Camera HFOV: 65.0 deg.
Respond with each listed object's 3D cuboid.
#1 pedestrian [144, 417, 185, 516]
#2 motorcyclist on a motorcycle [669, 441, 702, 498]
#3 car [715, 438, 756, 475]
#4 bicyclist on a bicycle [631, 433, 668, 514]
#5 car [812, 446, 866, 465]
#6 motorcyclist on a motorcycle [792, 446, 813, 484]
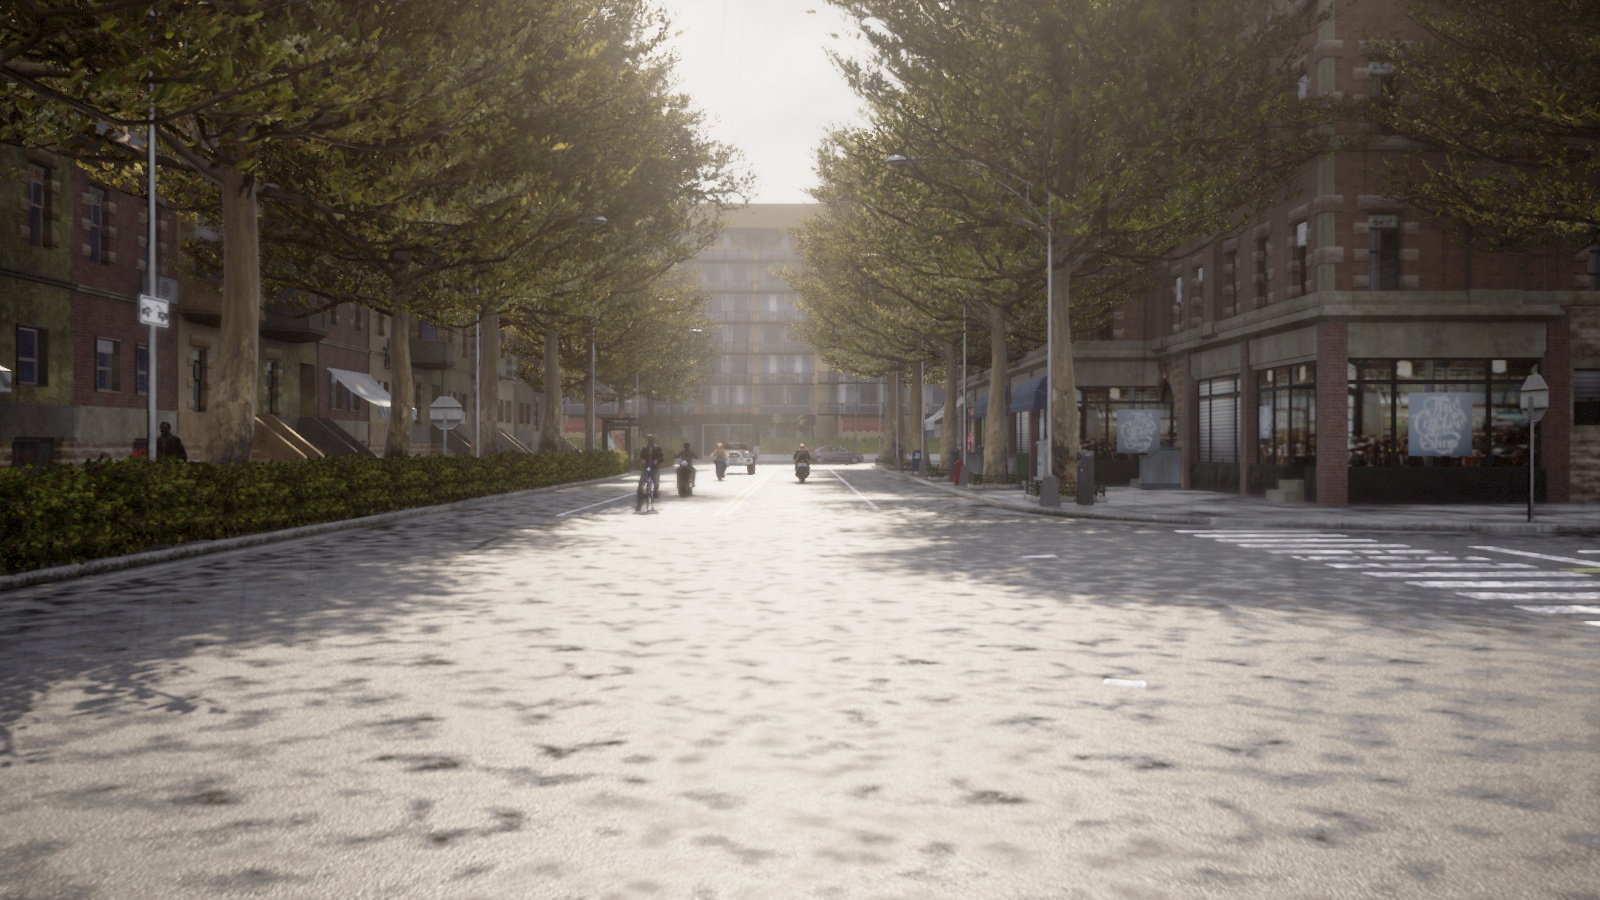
[{"bbox_3d":[-12.041,0.312,23.812,0.376,1.854,0.720,0,0,5],"label":"pedestrian"},{"bbox_3d":[-3.422,0.566,37.564,0.766,1.649,2.350,0,0,0],"label":"motorcyclist on a motorcycle"},{"bbox_3d":[-3.378,0.333,66.504,1.932,1.855,4.605,0,0,0],"label":"car"},{"bbox_3d":[-3.396,0.517,28.453,0.659,1.776,1.843,0,0,-2],"label":"bicyclist on a bicycle"},{"bbox_3d":[3.026,0.424,98.866,4.193,1.474,1.816,0,0,0],"label":"car"},{"bbox_3d":[0.099,0.606,51.272,0.866,1.530,2.191,0,0,0],"label":"motorcyclist on a motorcycle"}]
